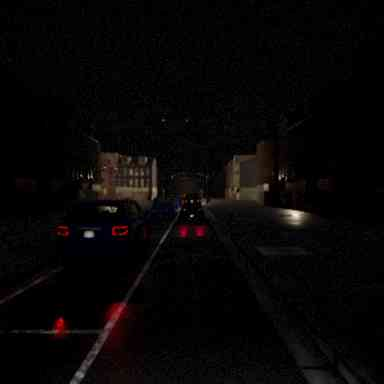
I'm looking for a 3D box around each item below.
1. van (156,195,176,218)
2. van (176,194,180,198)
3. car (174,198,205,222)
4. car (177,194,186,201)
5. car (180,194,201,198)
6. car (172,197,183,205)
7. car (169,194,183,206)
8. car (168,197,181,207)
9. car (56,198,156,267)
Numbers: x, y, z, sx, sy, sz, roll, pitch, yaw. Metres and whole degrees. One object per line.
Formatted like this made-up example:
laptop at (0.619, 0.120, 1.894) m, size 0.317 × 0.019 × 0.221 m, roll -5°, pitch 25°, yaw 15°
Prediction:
van at (-2.654, 1.355, 29.703) m, size 1.690 × 1.788 × 3.998 m, roll 0°, pitch 0°, yaw 0°
van at (-2.660, 1.370, 46.004) m, size 1.690 × 1.788 × 3.998 m, roll 0°, pitch 0°, yaw 0°
car at (-0.003, 1.504, 26.198) m, size 2.128 × 1.511 × 4.902 m, roll 0°, pitch 0°, yaw 0°
car at (-2.677, 1.412, 88.716) m, size 2.192 × 1.841 × 5.009 m, roll 0°, pitch 0°, yaw 0°
car at (-0.009, 1.231, 42.295) m, size 2.150 × 2.045 × 5.566 m, roll 0°, pitch 0°, yaw 0°
car at (-2.666, 1.594, 62.306) m, size 1.887 × 1.381 × 4.507 m, roll 0°, pitch 0°, yaw 0°
car at (-2.665, 1.357, 56.872) m, size 2.192 × 1.841 × 5.009 m, roll 0°, pitch 0°, yaw 0°
car at (-2.661, 1.579, 51.438) m, size 1.887 × 1.381 × 4.507 m, roll 0°, pitch 0°, yaw 0°
car at (-2.755, 1.228, 11.586) m, size 2.150 × 2.045 × 5.566 m, roll 0°, pitch 0°, yaw 0°
